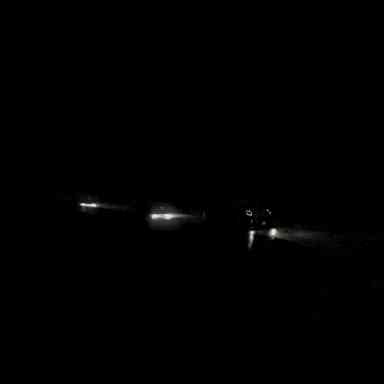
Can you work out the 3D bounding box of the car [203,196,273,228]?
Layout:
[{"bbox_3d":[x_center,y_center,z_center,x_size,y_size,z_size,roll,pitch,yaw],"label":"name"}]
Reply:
[{"bbox_3d":[2.685,1.107,20.168,2.097,1.767,4.553,0,1,-35],"label":"car"}]

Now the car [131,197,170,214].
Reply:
[{"bbox_3d":[-3.653,1.119,29.102,1.994,1.385,4.181,0,1,-36],"label":"car"}]

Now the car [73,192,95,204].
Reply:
[{"bbox_3d":[-14.501,0.700,44.468,2.128,1.511,4.902,0,1,-35],"label":"car"}]
